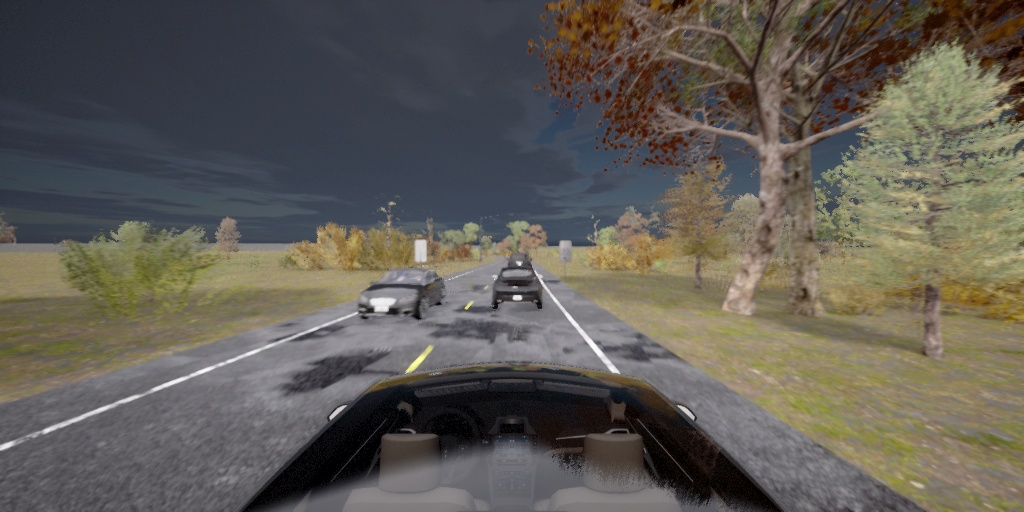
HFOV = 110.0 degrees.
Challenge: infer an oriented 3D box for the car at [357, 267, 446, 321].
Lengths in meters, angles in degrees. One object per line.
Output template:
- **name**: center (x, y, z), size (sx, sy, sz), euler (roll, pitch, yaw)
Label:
- **car**: center (-3.515, 1.160, 12.221), size (2.128, 1.511, 4.902), euler (0, 0, 1)

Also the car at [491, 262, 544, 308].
- **car**: center (0.222, 1.162, 14.625), size (1.837, 1.490, 4.892), euler (0, 0, 1)

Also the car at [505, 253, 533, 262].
- **car**: center (0.705, 0.754, 32.980), size (2.150, 2.045, 5.566), euler (0, 0, 2)
